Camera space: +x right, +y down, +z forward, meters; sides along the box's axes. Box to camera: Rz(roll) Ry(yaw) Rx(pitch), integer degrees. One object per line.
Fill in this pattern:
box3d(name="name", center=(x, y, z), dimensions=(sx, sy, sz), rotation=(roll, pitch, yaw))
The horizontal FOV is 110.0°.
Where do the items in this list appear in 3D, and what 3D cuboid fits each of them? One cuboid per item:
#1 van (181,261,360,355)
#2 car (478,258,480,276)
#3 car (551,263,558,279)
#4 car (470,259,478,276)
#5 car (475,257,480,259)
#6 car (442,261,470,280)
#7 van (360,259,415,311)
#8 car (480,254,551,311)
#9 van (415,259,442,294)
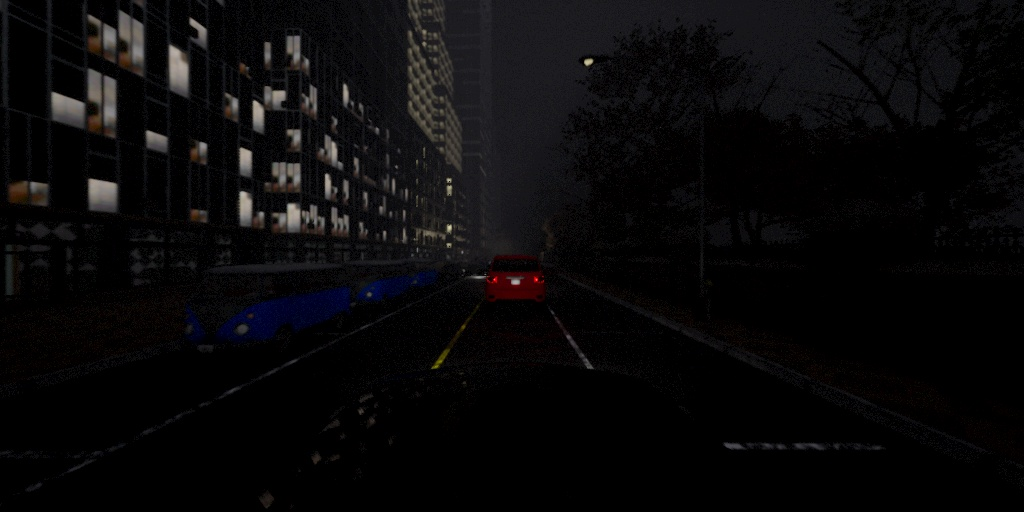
box3d(name="van", center=(-5.301, 1.076, 8.312), dimensions=(1.690, 1.789, 3.998), rotation=(0, 0, 0))
box3d(name="car", center=(-2.530, 1.230, 36.892), dimensions=(2.033, 1.411, 5.357), rotation=(0, 0, 1))
box3d(name="car", center=(2.932, 1.239, 30.985), dimensions=(1.888, 1.381, 4.507), rotation=(0, 0, 1))
box3d(name="car", center=(-5.009, 1.233, 36.467), dimensions=(2.007, 1.370, 4.403), rotation=(0, 0, 1))
box3d(name="car", center=(-4.783, 1.212, 47.720), dimensions=(2.007, 1.370, 4.403), rotation=(0, 0, 1))
box3d(name="car", center=(-5.097, 1.258, 30.831), dimensions=(1.948, 1.339, 4.313), rotation=(0, 0, 1))
box3d(name="van", center=(-5.273, 1.065, 13.948), dimensions=(1.690, 1.789, 3.998), rotation=(0, 0, 0))
box3d(name="car", center=(0.142, 0.947, 14.507), dimensions=(2.150, 2.045, 5.566), rotation=(0, 0, 0))
box3d(name="van", center=(-5.232, 1.054, 19.577), dimensions=(1.690, 1.789, 3.998), rotation=(0, 0, 0))
